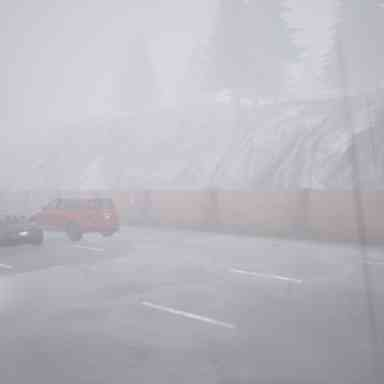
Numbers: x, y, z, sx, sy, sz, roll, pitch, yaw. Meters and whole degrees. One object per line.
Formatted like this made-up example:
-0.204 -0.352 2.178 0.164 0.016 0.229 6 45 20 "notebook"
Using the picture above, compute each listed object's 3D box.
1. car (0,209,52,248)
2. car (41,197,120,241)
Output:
-8.092 1.570 14.005 4.181 1.385 1.994 0 0 36 "car"
-6.042 1.255 16.842 5.566 2.045 2.150 0 0 36 "car"
